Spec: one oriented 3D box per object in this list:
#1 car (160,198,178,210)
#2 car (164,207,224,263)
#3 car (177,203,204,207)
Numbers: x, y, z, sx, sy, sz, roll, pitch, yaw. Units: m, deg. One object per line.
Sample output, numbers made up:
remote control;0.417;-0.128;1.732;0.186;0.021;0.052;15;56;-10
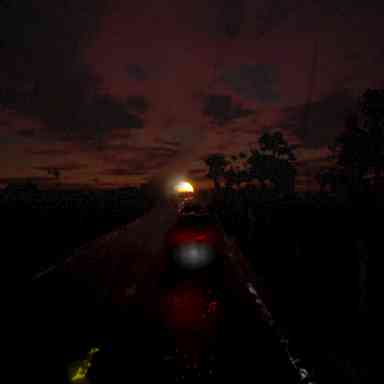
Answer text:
car;-2.814;1.535;42.260;1.812;1.442;4.674;0;0;0
car;0.073;1.502;11.965;1.837;1.490;4.892;0;0;0
car;0.080;1.565;27.304;1.994;1.385;4.181;0;0;0
